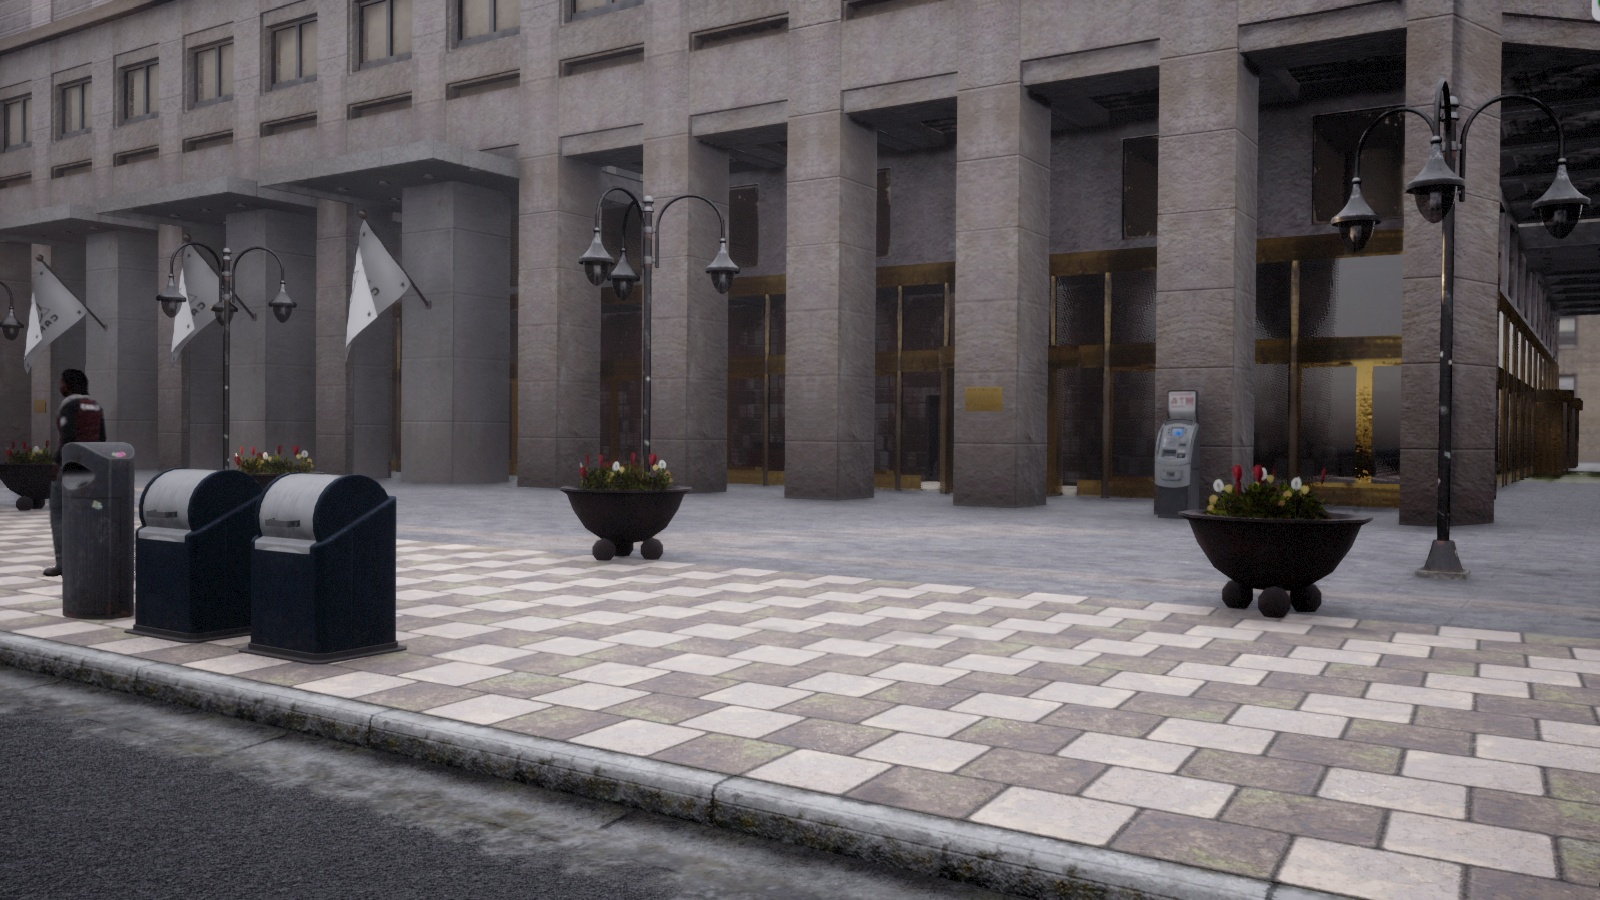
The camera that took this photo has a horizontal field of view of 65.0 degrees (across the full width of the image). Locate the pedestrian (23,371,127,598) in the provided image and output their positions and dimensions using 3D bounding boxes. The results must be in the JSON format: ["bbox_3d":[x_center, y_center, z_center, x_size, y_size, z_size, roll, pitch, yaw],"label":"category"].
[{"bbox_3d":[-6.314,0.296,10.942,0.666,1.930,0.402,0,1,15],"label":"pedestrian"}]
